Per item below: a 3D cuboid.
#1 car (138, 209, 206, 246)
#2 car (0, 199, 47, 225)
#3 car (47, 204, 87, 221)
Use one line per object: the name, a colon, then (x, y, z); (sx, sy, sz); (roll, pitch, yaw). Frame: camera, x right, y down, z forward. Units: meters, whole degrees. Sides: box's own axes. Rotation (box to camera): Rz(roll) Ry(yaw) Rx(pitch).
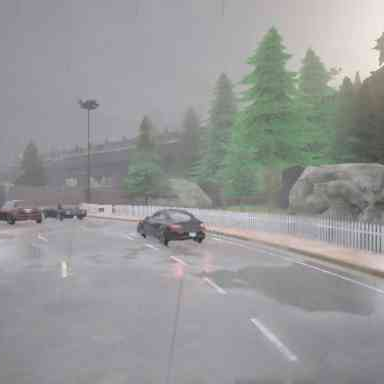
car: (-1.026, 1.529, 15.382); (1.812, 1.442, 4.674); (0, 0, -27)
car: (-12.849, 1.358, 24.482); (4.553, 1.767, 2.097); (0, 0, 44)
car: (-10.464, 1.608, 26.943); (1.895, 1.301, 4.718); (0, 0, -45)
